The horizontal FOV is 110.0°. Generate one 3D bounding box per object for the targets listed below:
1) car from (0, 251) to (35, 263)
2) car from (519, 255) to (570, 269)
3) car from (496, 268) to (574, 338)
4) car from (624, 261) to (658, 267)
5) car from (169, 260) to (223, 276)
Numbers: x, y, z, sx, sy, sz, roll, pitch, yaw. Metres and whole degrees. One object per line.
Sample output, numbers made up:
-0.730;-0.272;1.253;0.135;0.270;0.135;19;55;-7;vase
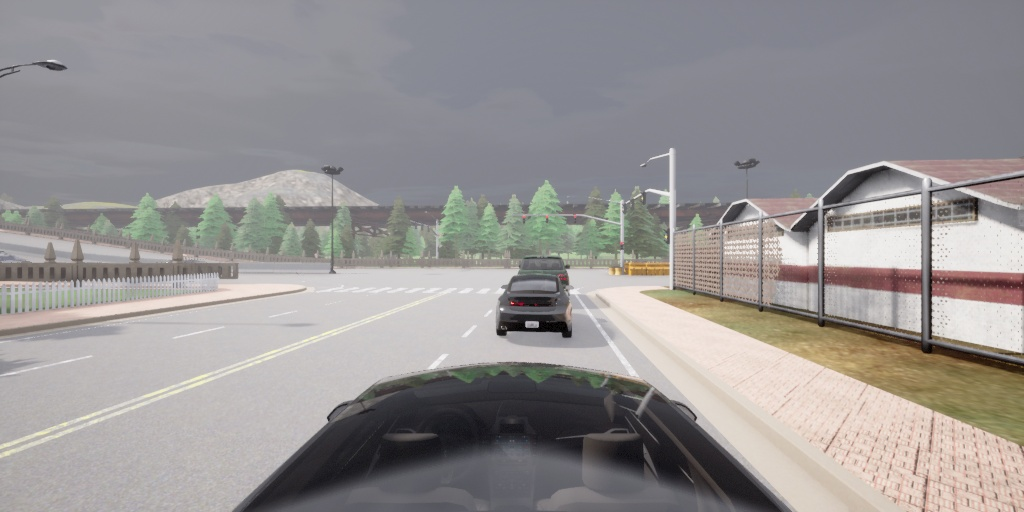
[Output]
-44.599;0.606;31.438;5.357;1.411;2.033;4;0;4;car
1.449;0.971;16.276;2.150;2.045;5.566;0;0;7;car
0.695;1.255;10.264;1.837;1.490;4.892;0;0;6;car
15.737;1.351;41.492;4.718;1.301;1.895;0;0;4;car
-26.627;1.094;30.161;4.553;1.767;2.097;0;0;4;car
